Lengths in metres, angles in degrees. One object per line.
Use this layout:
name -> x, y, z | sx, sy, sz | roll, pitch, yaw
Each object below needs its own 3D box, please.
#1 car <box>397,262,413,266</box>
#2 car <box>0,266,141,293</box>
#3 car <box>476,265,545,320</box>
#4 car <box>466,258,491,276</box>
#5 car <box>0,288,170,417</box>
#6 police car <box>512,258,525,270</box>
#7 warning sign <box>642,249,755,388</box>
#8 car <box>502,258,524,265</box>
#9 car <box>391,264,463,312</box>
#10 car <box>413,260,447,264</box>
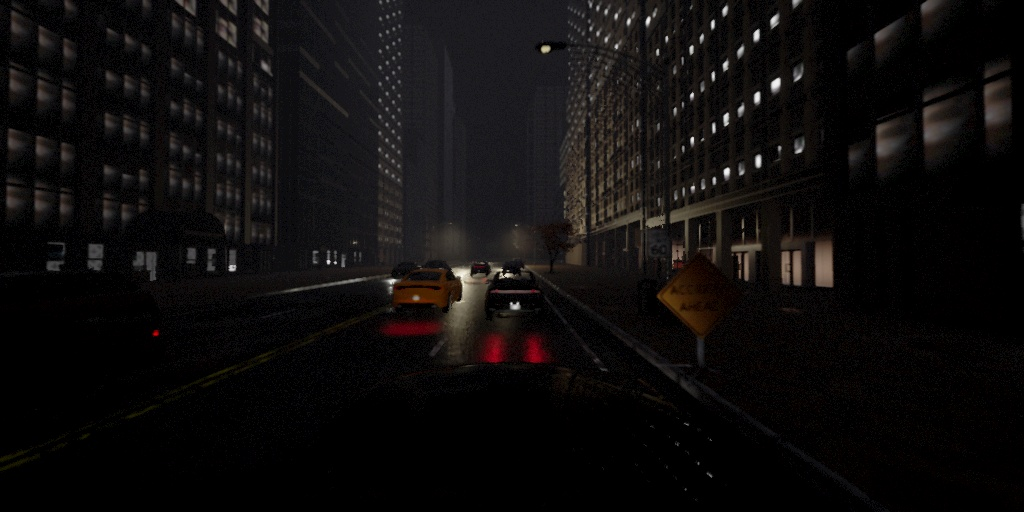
car -> -9.834, 1.276, 33.716 | 1.837, 1.490, 4.892 | 0, -1, 0
car -> -9.852, 1.108, 6.993 | 2.097, 1.767, 4.553 | 0, 0, 0
car -> 0.093, 1.248, 12.696 | 2.128, 1.511, 4.902 | 0, 0, 0
car -> -3.247, 1.263, 37.731 | 2.128, 1.511, 4.902 | 0, 0, 0
car -> -6.599, 1.300, 3.495 | 2.033, 1.411, 5.357 | 0, 0, 0
police car -> 0.940, 1.204, 55.511 | 1.930, 1.638, 5.238 | 0, 0, 0
warning sign -> 2.848, 0.867, 5.398 | 1.300, 1.860, 1.060 | 0, 0, 0
car -> 0.000, 1.247, 37.468 | 1.882, 1.535, 5.008 | 0, 0, 0
car -> -3.159, 1.235, 14.278 | 1.882, 1.535, 5.008 | 0, 0, 0
car -> -6.595, 1.119, 30.820 | 2.097, 1.767, 4.553 | 0, 0, 0
